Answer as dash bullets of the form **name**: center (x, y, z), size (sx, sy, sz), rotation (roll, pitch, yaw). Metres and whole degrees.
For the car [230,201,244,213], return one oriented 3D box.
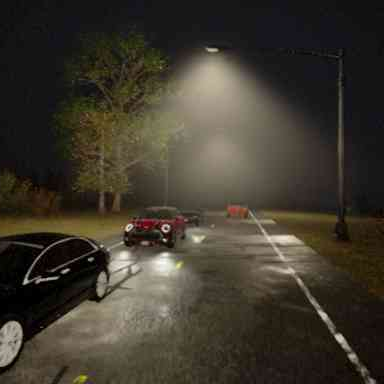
- **car**: center (6.247, 2.074, 45.836), size (1.812, 1.442, 4.674), rotation (0, -1, 8)

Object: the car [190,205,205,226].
- **car**: center (-0.133, 1.756, 26.102), size (1.882, 1.535, 5.008), rotation (0, -1, 8)

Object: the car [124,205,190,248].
- **car**: center (-1.595, 1.507, 15.677), size (2.097, 1.767, 4.553), rotation (0, -1, 8)

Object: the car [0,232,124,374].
- **car**: center (-2.990, 1.542, 5.812), size (1.837, 1.490, 4.892), rotation (0, -1, 8)

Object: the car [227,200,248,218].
- **car**: center (4.944, 1.782, 36.091), size (2.097, 1.767, 4.553), rotation (0, -1, 8)
